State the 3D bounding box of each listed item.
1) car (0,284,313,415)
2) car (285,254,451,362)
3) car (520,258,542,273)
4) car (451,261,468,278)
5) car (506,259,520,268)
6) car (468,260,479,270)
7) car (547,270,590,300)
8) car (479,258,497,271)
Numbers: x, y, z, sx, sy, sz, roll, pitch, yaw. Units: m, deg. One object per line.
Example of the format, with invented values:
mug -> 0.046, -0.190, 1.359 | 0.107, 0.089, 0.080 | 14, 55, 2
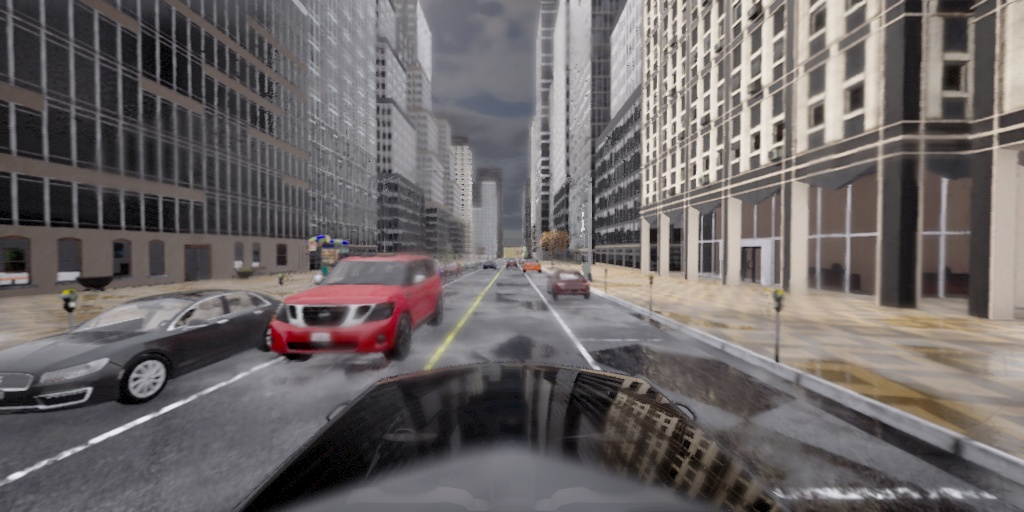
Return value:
car -> -5.691, 1.300, 6.147 | 2.007, 1.370, 4.403 | 0, 0, 0
car -> -3.101, 0.970, 8.592 | 2.150, 2.045, 5.566 | 0, 0, 0
car -> 2.378, 1.109, 43.244 | 2.097, 1.767, 4.553 | 0, 0, 0
car -> -5.697, 1.297, 34.271 | 1.888, 1.381, 4.507 | 0, 0, 0
car -> -0.013, 1.295, 60.289 | 1.812, 1.442, 4.674 | 0, 0, 0
car -> -5.702, 1.312, 51.147 | 2.007, 1.370, 4.403 | 0, 0, 0
car -> 2.688, 1.330, 17.399 | 1.802, 1.307, 4.207 | 0, 0, 0
car -> -3.084, 1.362, 50.335 | 1.895, 1.301, 4.718 | 0, 0, 0
